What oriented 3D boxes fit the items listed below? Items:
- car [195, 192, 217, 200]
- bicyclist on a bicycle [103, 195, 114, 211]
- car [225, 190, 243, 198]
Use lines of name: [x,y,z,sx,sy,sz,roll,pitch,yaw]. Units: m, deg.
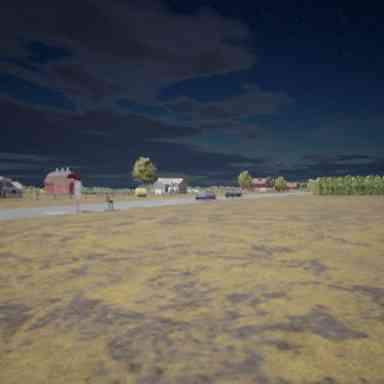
car: [2.384,0.651,55.639,1.994,1.385,4.181,1,2,36]
bicyclist on a bicycle: [-8.407,1.128,33.590,1.656,1.620,0.582,-1,1,35]
car: [8.118,0.400,63.802,1.837,1.490,4.892,1,2,35]
